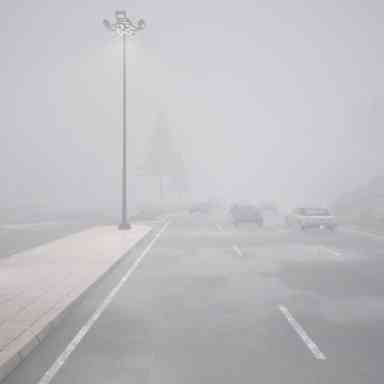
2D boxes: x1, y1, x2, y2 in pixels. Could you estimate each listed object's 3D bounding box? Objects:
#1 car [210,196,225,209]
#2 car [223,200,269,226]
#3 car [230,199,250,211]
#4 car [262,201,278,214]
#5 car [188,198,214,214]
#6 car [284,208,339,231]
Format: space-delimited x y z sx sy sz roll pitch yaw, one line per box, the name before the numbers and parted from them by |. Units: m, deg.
car | 3.312 1.352 44.439 2.097 1.767 4.553 0 0 16
car | 3.630 1.547 23.241 2.033 1.411 5.357 0 0 1
car | 5.966 1.601 41.061 1.895 1.301 4.718 0 0 15
car | 8.157 1.600 35.567 1.895 1.301 4.718 0 0 12
car | 0.883 1.601 34.431 1.895 1.301 4.718 0 0 9
car | 7.106 1.601 20.359 1.895 1.301 4.718 0 0 0
